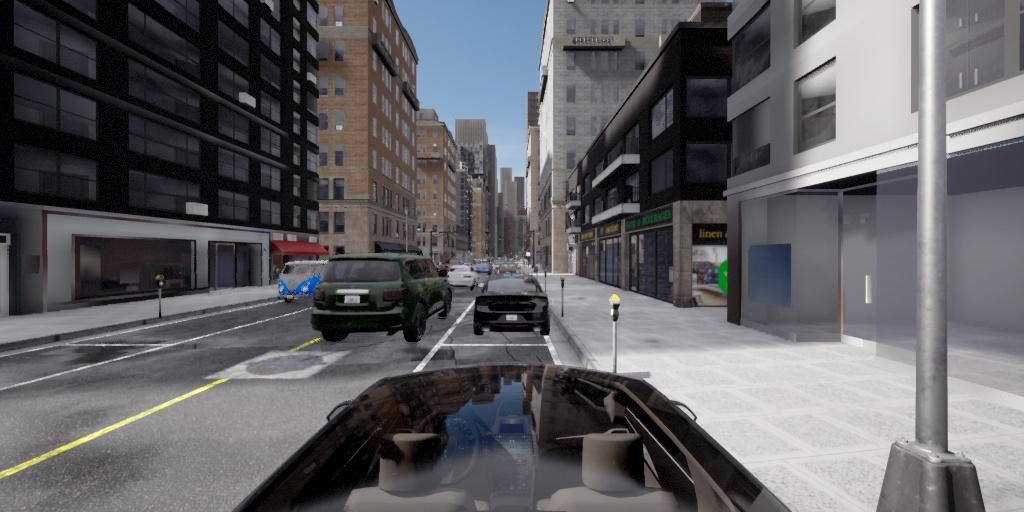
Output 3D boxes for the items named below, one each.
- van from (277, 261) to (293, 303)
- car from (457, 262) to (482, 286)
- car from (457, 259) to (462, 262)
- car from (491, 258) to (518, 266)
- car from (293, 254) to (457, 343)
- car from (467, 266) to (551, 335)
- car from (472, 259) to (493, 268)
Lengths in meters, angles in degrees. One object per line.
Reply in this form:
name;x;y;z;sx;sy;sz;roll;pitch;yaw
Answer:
van;-8.813;1.092;16.328;1.690;1.789;3.998;0;0;0
car;-3.107;1.277;22.156;1.812;1.442;4.674;0;0;0
car;-6.230;1.109;38.039;2.097;1.767;4.553;0;0;0
car;-0.288;1.193;27.330;1.967;1.591;4.097;0;0;0
car;-3.150;0.970;9.855;2.150;2.045;5.566;0;0;1
car;-0.006;1.228;10.500;1.882;1.535;5.008;0;0;0
car;-3.079;1.304;38.598;2.033;1.411;5.357;0;0;0
